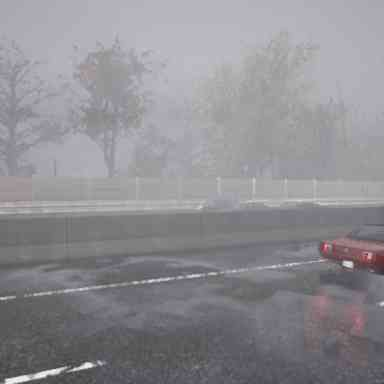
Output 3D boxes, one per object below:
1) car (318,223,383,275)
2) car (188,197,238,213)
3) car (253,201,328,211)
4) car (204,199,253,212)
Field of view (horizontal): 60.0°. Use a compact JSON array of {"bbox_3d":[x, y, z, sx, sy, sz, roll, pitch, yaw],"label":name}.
[{"bbox_3d":[5.985,1.532,9.339,4.718,1.301,1.895,0,0,-24],"label":"car"},{"bbox_3d":[1.999,1.213,26.934,4.553,1.767,2.097,0,0,-24],"label":"car"},{"bbox_3d":[6.651,1.375,21.345,4.892,1.490,1.837,0,0,-24],"label":"car"},{"bbox_3d":[3.889,1.416,23.945,5.357,1.411,2.033,0,0,-24],"label":"car"}]
